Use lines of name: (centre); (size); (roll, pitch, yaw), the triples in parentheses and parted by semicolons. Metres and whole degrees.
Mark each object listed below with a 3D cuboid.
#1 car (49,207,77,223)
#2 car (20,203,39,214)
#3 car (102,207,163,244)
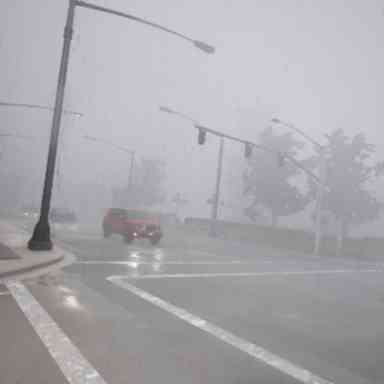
car: (-13.672, 2.353, 35.112); (1.882, 1.535, 5.008); (9, -5, -36)
car: (-24.124, 2.430, 49.441); (1.994, 1.385, 4.181); (9, -5, -36)
car: (-4.055, 2.151, 22.090); (2.150, 2.045, 5.566); (9, -5, -36)
